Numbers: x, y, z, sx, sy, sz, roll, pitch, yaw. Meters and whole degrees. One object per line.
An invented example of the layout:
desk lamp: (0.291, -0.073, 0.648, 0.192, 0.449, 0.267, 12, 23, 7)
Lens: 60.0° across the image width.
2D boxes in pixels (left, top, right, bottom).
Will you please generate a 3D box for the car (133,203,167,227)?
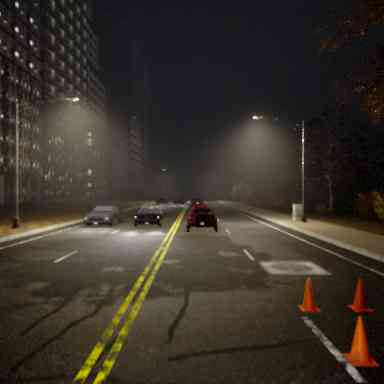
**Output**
car: (-2.843, 1.669, 23.195, 1.895, 1.301, 4.718, 0, 0, 0)

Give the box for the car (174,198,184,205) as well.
car: (-2.521, 1.871, 64.120, 1.895, 1.301, 4.718, 0, 0, 0)

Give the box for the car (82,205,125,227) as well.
car: (-6.091, 1.608, 23.739, 2.033, 1.411, 5.357, 0, 0, 0)

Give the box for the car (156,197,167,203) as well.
car: (-5.767, 1.751, 64.258, 1.812, 1.442, 4.674, 0, 0, 0)

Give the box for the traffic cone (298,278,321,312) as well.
traffic cone: (2.284, 1.984, 6.498, 0.340, 0.580, 0.340, 0, 0, 0)

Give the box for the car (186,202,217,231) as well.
car: (0.596, 1.598, 21.035, 1.812, 1.442, 4.674, 0, 0, 0)

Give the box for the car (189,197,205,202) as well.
car: (0.725, 1.504, 44.255, 2.097, 1.767, 4.553, 0, 0, 0)

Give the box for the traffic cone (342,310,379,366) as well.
traffic cone: (2.273, 1.978, 4.498, 0.340, 0.580, 0.340, 0, 0, 0)

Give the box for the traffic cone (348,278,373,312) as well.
traffic cone: (3.284, 1.987, 6.492, 0.340, 0.580, 0.340, 0, 0, 0)
